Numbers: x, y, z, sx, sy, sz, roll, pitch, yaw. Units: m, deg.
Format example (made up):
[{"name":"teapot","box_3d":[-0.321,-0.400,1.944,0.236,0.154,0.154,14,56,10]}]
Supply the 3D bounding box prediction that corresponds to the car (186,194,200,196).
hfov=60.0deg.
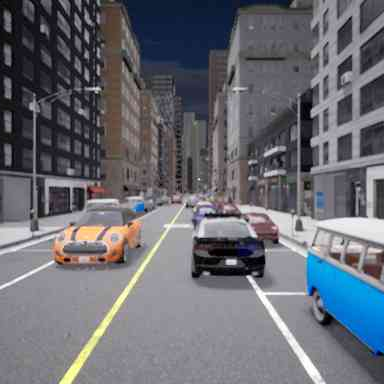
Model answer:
[{"name":"car","box_3d":[0.135,1.583,60.565,1.812,1.442,4.674,0,0,0]}]

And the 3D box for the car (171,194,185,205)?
[{"name":"car","box_3d":[-2.895,1.536,61.897,1.882,1.535,5.008,0,0,1]}]

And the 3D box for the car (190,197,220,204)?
[{"name":"car","box_3d":[0.959,1.476,26.412,1.801,1.575,5.366,0,0,0]}]

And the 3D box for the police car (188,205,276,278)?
[{"name":"police car","box_3d":[0.923,1.433,10.331,1.930,1.638,5.238,0,0,0]}]

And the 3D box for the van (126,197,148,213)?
[{"name":"van","box_3d":[-5.598,1.367,32.065,1.690,1.788,3.998,0,0,0]}]

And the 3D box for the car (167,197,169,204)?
[{"name":"car","box_3d":[-5.537,1.638,59.572,1.802,1.307,4.206,0,0,0]}]

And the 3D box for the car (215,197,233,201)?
[{"name":"car","box_3d":[2.927,1.341,32.046,2.192,1.841,5.009,0,0,0]}]

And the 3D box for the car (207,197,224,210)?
[{"name":"car","box_3d":[2.952,1.477,43.049,1.967,1.590,4.097,0,0,0]}]

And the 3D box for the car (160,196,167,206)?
[{"name":"car","box_3d":[-5.549,1.615,54.070,1.947,1.339,4.313,0,0,0]}]

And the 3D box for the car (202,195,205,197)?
[{"name":"car","box_3d":[2.976,1.600,54.051,2.008,1.369,4.403,0,0,0]}]

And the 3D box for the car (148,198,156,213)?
[{"name":"car","box_3d":[-5.586,1.597,37.566,1.947,1.339,4.313,0,0,0]}]

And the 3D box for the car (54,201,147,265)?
[{"name":"car","box_3d":[-3.074,1.361,11.748,2.097,1.767,4.553,0,0,0]}]

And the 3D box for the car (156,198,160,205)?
[{"name":"car","box_3d":[-5.573,1.619,43.068,1.802,1.307,4.206,0,0,0]}]

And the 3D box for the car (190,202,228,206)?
[{"name":"car","box_3d":[0.946,1.542,20.222,1.812,1.442,4.674,0,0,0]}]

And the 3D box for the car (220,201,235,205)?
[{"name":"car","box_3d":[2.916,1.603,26.544,1.802,1.307,4.206,0,0,0]}]

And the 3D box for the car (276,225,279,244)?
[{"name":"car","box_3d":[2.891,1.594,15.542,1.802,1.307,4.206,0,0,0]}]

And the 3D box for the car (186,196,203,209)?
[{"name":"car","box_3d":[0.122,1.605,47.057,1.994,1.385,4.181,0,0,0]}]

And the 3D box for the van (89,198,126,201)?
[{"name":"van","box_3d":[-5.623,1.357,21.063,1.690,1.788,3.998,0,0,0]}]

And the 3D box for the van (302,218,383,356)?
[{"name":"van","box_3d":[2.866,1.345,4.539,1.690,1.788,3.998,0,0,0]}]

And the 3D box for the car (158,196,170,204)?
[{"name":"car","box_3d":[-5.525,1.503,65.073,1.967,1.590,4.097,0,0,0]}]
